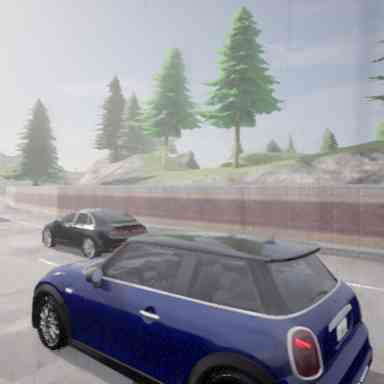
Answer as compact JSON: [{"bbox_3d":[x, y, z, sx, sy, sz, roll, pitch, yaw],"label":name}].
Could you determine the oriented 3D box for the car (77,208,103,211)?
[{"bbox_3d":[-3.642,1.353,11.997,4.892,1.490,1.837,1,1,42],"label":"car"}]

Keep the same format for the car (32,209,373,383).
[{"bbox_3d":[-0.234,1.297,4.487,4.553,1.767,2.097,1,1,39],"label":"car"}]
